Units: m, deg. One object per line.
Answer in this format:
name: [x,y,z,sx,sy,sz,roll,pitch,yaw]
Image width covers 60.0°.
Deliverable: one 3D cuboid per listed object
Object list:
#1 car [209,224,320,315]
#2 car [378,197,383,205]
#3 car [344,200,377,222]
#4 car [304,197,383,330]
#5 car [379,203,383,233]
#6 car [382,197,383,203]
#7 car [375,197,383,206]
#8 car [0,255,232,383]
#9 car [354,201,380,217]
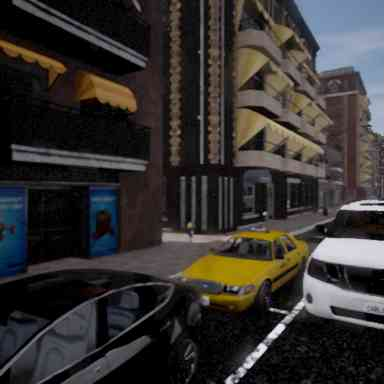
car: [1.461,1.523,7.712,1.752,1.417,4.829,0,0,32]
car: [34.918,1.614,60.270,2.008,1.369,4.403,0,0,32]
car: [13.686,1.456,26.915,1.967,1.590,4.097,0,0,32]
car: [3.978,1.225,6.841,2.150,2.045,5.566,0,0,32]
car: [12.418,1.520,19.911,1.837,1.490,4.892,0,0,32]
car: [41.812,1.664,71.194,1.802,1.307,4.206,0,0,32]
car: [31.884,1.606,55.506,2.008,1.369,4.403,0,0,32]
car: [-1.481,1.560,3.090,1.947,1.339,4.313,0,0,32]
car: [16.719,1.603,31.680,1.802,1.307,4.206,0,0,32]
